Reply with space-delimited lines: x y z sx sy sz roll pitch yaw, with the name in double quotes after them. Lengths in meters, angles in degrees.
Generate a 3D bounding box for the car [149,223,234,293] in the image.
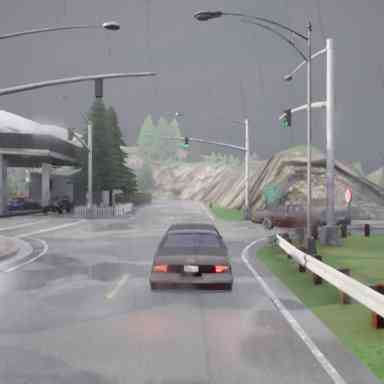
0.014 1.550 9.002 2.033 1.411 5.357 0 0 1 "car"

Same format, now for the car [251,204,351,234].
5.705 1.374 18.033 2.033 1.411 5.357 -1 0 -39 "car"

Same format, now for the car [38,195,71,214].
-14.551 1.324 36.022 1.905 1.878 3.866 0 0 -1 "car"

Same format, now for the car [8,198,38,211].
-20.261 1.493 40.296 2.242 1.667 4.611 0 0 -1 "car"
